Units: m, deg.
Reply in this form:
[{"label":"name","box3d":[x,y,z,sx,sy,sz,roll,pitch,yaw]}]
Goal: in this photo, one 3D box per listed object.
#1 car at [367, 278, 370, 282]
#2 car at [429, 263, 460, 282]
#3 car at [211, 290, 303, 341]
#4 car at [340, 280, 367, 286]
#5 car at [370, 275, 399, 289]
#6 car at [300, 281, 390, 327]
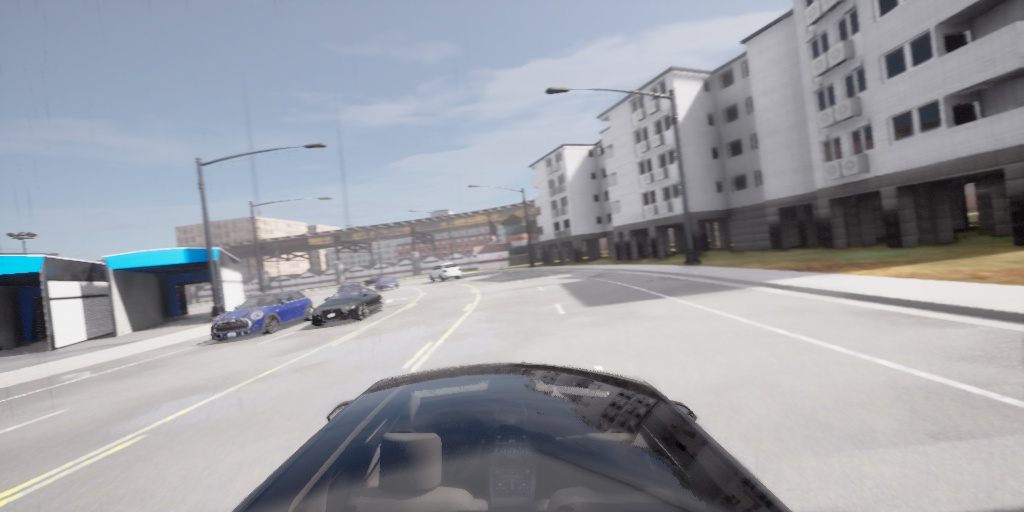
[{"label":"car","box3d":[-21.066,3.789,55.798,4.902,1.511,2.128,-7,0,33]},{"label":"car","box3d":[-8.042,1.914,42.486,2.150,2.045,5.566,-7,0,-32]},{"label":"car","box3d":[-10.840,2.432,15.923,2.097,1.767,4.553,-7,0,-2]},{"label":"car","box3d":[-16.631,3.337,36.783,1.994,1.385,4.181,-7,0,-32]},{"label":"car","box3d":[-13.322,2.883,37.958,1.812,1.442,4.674,-7,0,-30]},{"label":"car","box3d":[-7.368,2.210,16.455,1.994,1.385,4.181,-7,0,-2]}]
